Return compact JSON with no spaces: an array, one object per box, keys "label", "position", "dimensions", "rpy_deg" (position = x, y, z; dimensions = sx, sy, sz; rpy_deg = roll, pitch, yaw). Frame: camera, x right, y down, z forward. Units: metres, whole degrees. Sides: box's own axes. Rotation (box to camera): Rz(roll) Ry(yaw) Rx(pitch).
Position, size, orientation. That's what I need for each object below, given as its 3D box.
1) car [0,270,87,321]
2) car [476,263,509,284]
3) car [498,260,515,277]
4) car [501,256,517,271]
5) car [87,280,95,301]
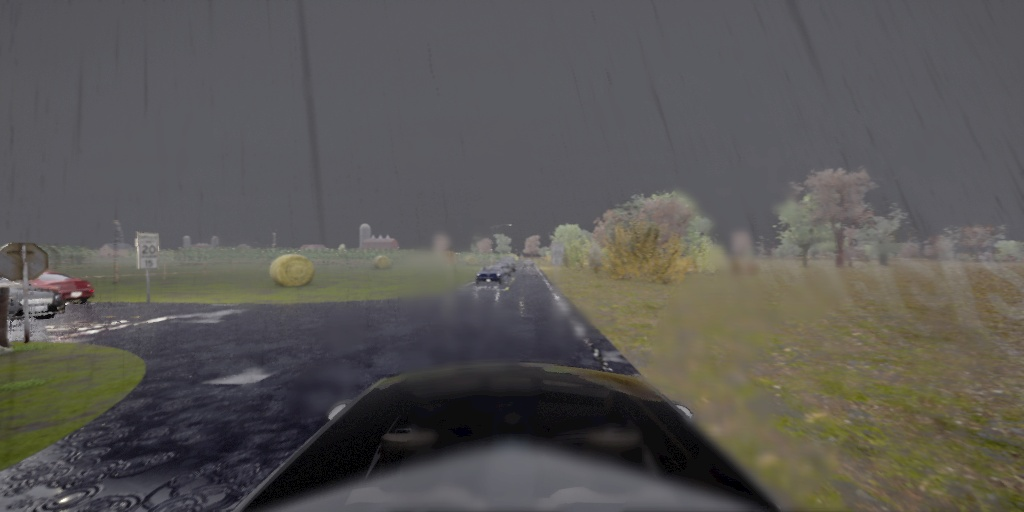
[{"label":"car","position":[-16.139,1.259,10.472],"dimensions":[4.902,1.511,2.128],"rpy_deg":[0,1,2]},{"label":"car","position":[-1.555,1.407,27.351],"dimensions":[1.895,1.301,4.718],"rpy_deg":[0,0,3]},{"label":"car","position":[-1.080,1.391,37.302],"dimensions":[1.994,1.385,4.181],"rpy_deg":[0,0,2]},{"label":"car","position":[-0.576,1.074,47.824],"dimensions":[2.150,2.045,5.566],"rpy_deg":[0,0,3]},{"label":"car","position":[-18.622,1.262,13.540],"dimensions":[4.674,1.442,1.812],"rpy_deg":[0,1,2]}]
